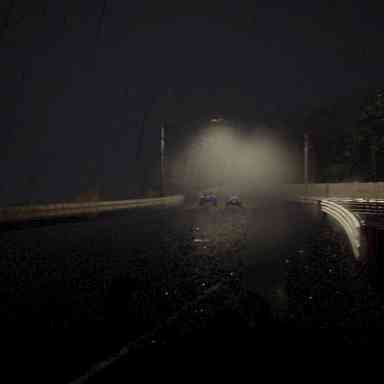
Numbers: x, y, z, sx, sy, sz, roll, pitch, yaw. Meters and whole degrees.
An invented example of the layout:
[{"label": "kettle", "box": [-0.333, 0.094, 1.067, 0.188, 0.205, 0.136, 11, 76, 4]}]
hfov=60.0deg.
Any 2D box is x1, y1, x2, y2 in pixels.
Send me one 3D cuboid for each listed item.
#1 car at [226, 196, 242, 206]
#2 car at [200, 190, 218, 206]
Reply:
[{"label": "car", "box": [5.771, 1.205, 45.777, 1.994, 1.385, 4.181, 0, 0, 6]}, {"label": "car", "box": [2.372, 0.825, 46.189, 2.150, 2.045, 5.566, 0, -1, 6]}]
